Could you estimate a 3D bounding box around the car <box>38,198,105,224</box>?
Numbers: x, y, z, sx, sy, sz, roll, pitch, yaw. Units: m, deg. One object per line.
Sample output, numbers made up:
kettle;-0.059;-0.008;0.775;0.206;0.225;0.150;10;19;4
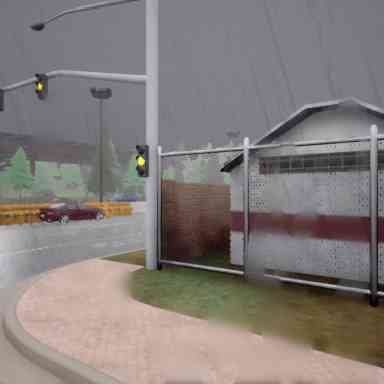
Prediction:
car;-8.783;1.477;24.700;1.882;1.535;5.008;0;0;34
